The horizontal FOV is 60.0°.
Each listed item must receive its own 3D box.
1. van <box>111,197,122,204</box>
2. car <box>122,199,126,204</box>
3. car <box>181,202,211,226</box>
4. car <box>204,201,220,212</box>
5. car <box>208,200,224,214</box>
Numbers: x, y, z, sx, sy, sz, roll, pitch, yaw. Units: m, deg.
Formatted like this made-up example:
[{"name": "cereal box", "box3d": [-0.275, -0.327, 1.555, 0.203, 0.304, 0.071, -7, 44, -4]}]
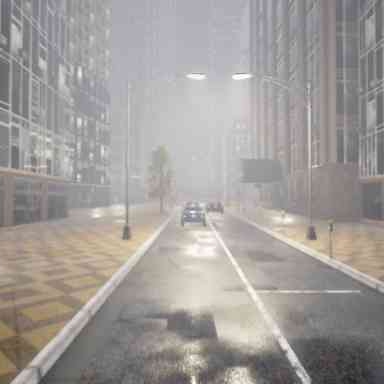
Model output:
[{"name": "van", "box3d": [-17.805, 1.874, 71.046, 3.998, 1.788, 1.690, -1, -1, 14]}, {"name": "car", "box3d": [-17.426, 2.276, 79.210, 4.403, 1.369, 2.008, -1, -1, 14]}, {"name": "car", "box3d": [0.109, 1.698, 25.060, 2.033, 1.411, 5.357, 0, 0, 0]}, {"name": "car", "box3d": [2.591, 1.854, 44.063, 1.802, 1.307, 4.206, 1, 0, 0]}, {"name": "car", "box3d": [2.592, 1.675, 38.497, 1.967, 1.590, 4.097, 1, 0, 0]}]
